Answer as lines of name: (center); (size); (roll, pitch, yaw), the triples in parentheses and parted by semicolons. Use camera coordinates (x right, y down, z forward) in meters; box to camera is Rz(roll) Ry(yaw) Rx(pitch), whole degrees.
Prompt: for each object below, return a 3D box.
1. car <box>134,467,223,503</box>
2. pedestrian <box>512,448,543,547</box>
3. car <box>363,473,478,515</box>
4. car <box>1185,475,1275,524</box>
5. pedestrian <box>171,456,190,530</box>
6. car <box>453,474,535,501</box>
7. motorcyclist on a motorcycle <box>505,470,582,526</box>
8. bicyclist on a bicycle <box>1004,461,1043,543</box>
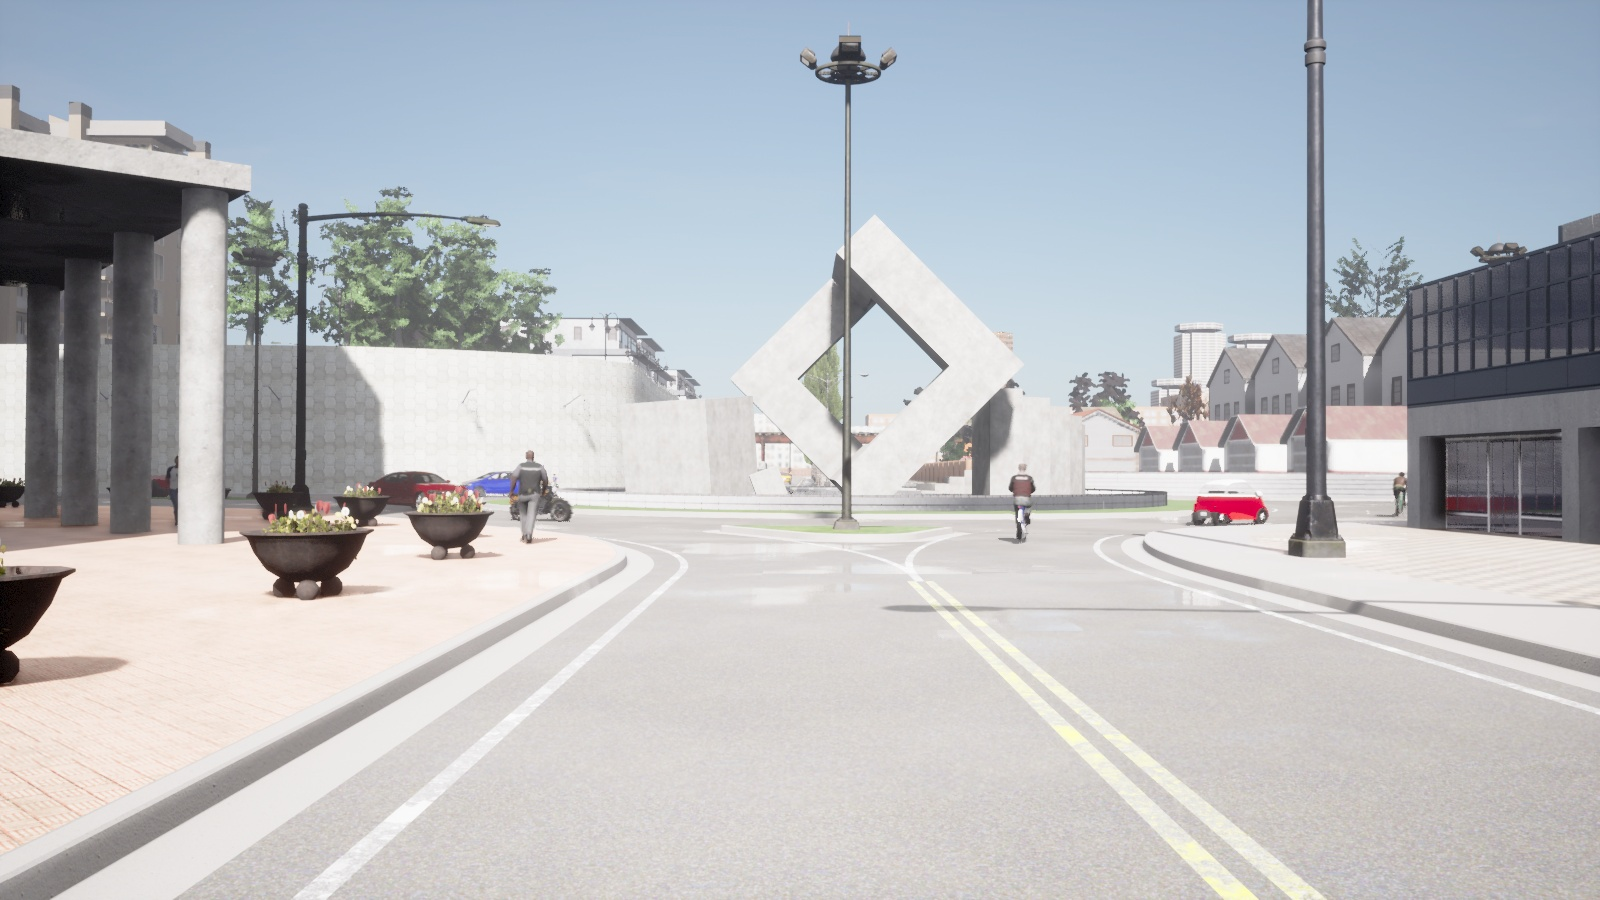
car: (-33.007, 1.862, 66.785); (3.866, 1.878, 1.905); (0, -1, -8)
pedestrian: (-5.258, 0.901, 24.294); (0.563, 1.883, 0.849); (0, -1, -11)
car: (-14.728, 1.665, 48.574); (5.008, 1.535, 1.882); (-1, -1, 42)
car: (12.775, 1.444, 37.308); (2.207, 1.376, 1.481); (0, -1, -32)
pedestrian: (-15.570, 1.082, 31.574); (0.354, 1.836, 0.706); (0, -1, -32)
car: (-17.523, 2.103, 71.891); (4.193, 1.474, 1.816); (0, -1, -36)
motorcyclist on a motorcycle: (-7.762, 1.432, 37.949); (2.350, 1.649, 0.766); (-1, -2, 30)
bicyclist on a bicycle: (4.993, 1.134, 28.000); (0.659, 1.776, 1.843); (0, -1, 16)
